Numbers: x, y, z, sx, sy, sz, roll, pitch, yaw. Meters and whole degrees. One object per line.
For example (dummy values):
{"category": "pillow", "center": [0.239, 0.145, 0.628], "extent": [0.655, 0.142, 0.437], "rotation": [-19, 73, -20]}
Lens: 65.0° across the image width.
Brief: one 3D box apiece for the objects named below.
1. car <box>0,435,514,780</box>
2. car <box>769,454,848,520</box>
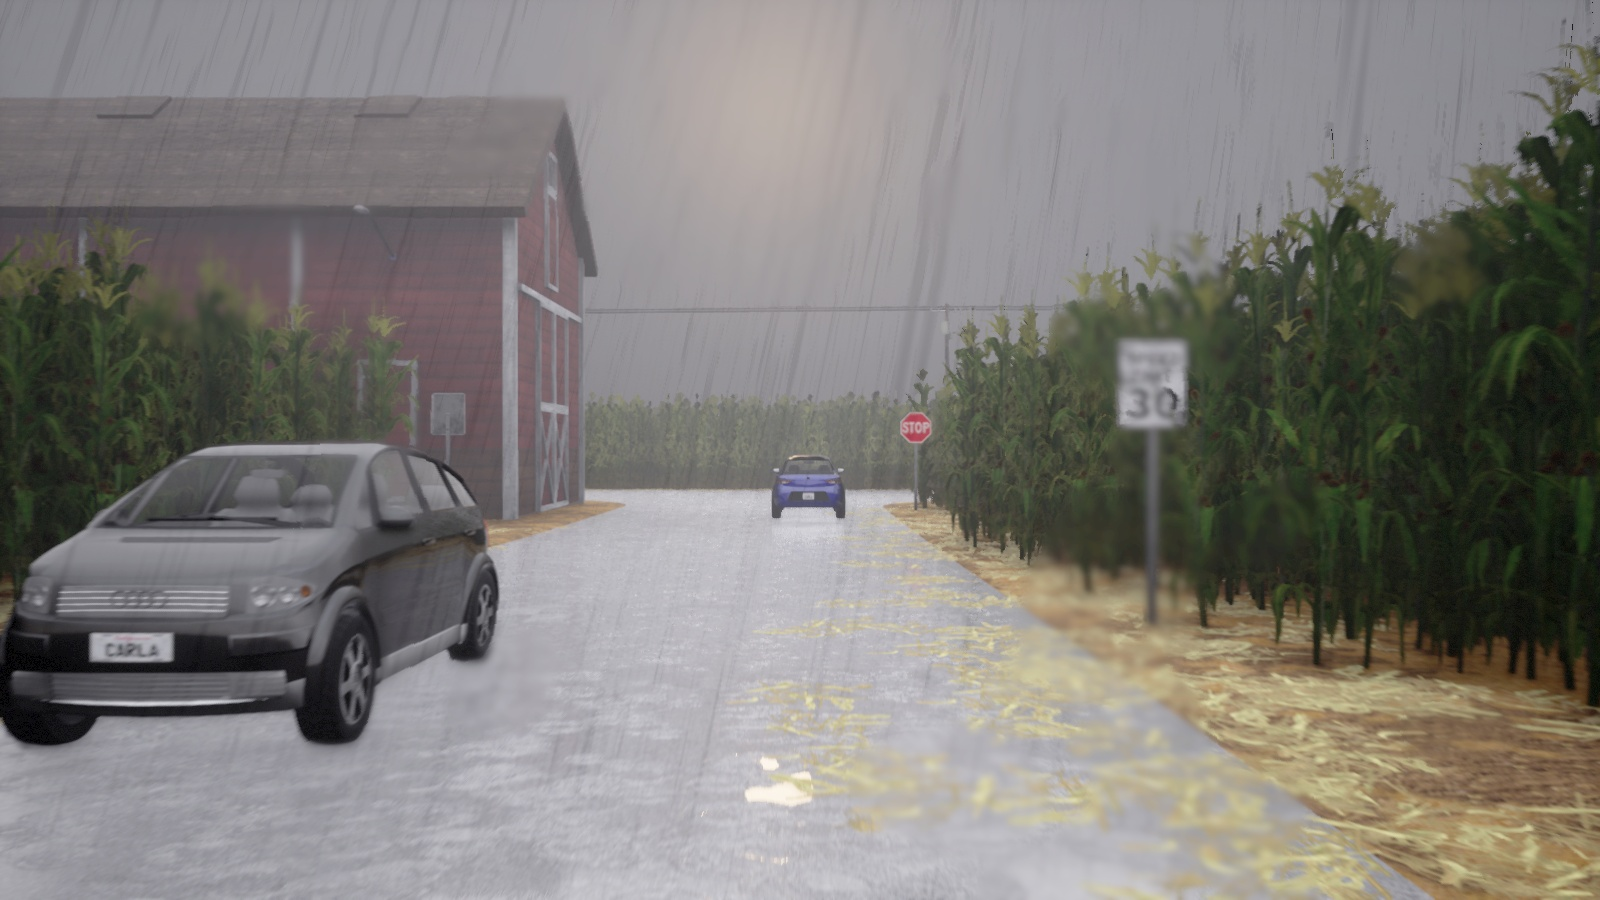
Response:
{"category": "car", "center": [-3.037, 0.718, 7.506], "extent": [1.789, 1.549, 3.705], "rotation": [0, 0, 0]}
{"category": "car", "center": [0.209, 0.851, 30.708], "extent": [1.816, 1.474, 4.193], "rotation": [0, 0, 0]}
